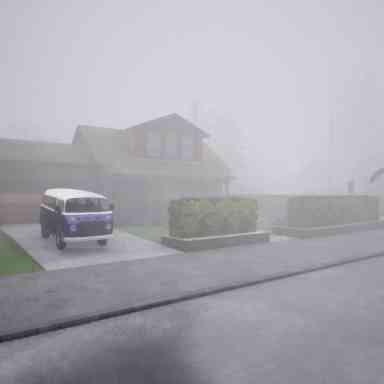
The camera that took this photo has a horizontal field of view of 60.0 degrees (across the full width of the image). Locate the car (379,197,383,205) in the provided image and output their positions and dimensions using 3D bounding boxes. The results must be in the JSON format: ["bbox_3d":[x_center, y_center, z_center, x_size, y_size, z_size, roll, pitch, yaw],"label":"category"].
[{"bbox_3d":[24.718,0.985,41.453,3.866,1.878,1.905,0,0,0],"label":"car"}]
